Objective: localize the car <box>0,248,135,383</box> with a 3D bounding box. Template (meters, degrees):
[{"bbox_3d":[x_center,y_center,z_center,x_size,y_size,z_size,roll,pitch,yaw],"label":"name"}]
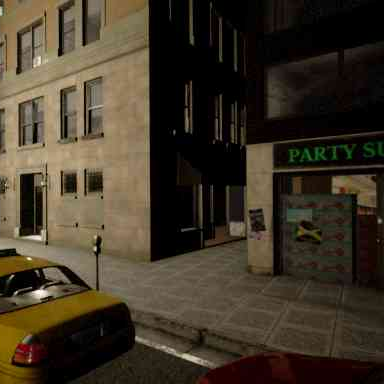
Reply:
[{"bbox_3d":[-2.987,1.526,4.992,4.829,1.417,1.752,0,-1,36],"label":"car"}]

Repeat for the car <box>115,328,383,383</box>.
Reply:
[{"bbox_3d":[1.767,1.582,1.594,4.206,1.307,1.802,0,-1,36],"label":"car"}]
